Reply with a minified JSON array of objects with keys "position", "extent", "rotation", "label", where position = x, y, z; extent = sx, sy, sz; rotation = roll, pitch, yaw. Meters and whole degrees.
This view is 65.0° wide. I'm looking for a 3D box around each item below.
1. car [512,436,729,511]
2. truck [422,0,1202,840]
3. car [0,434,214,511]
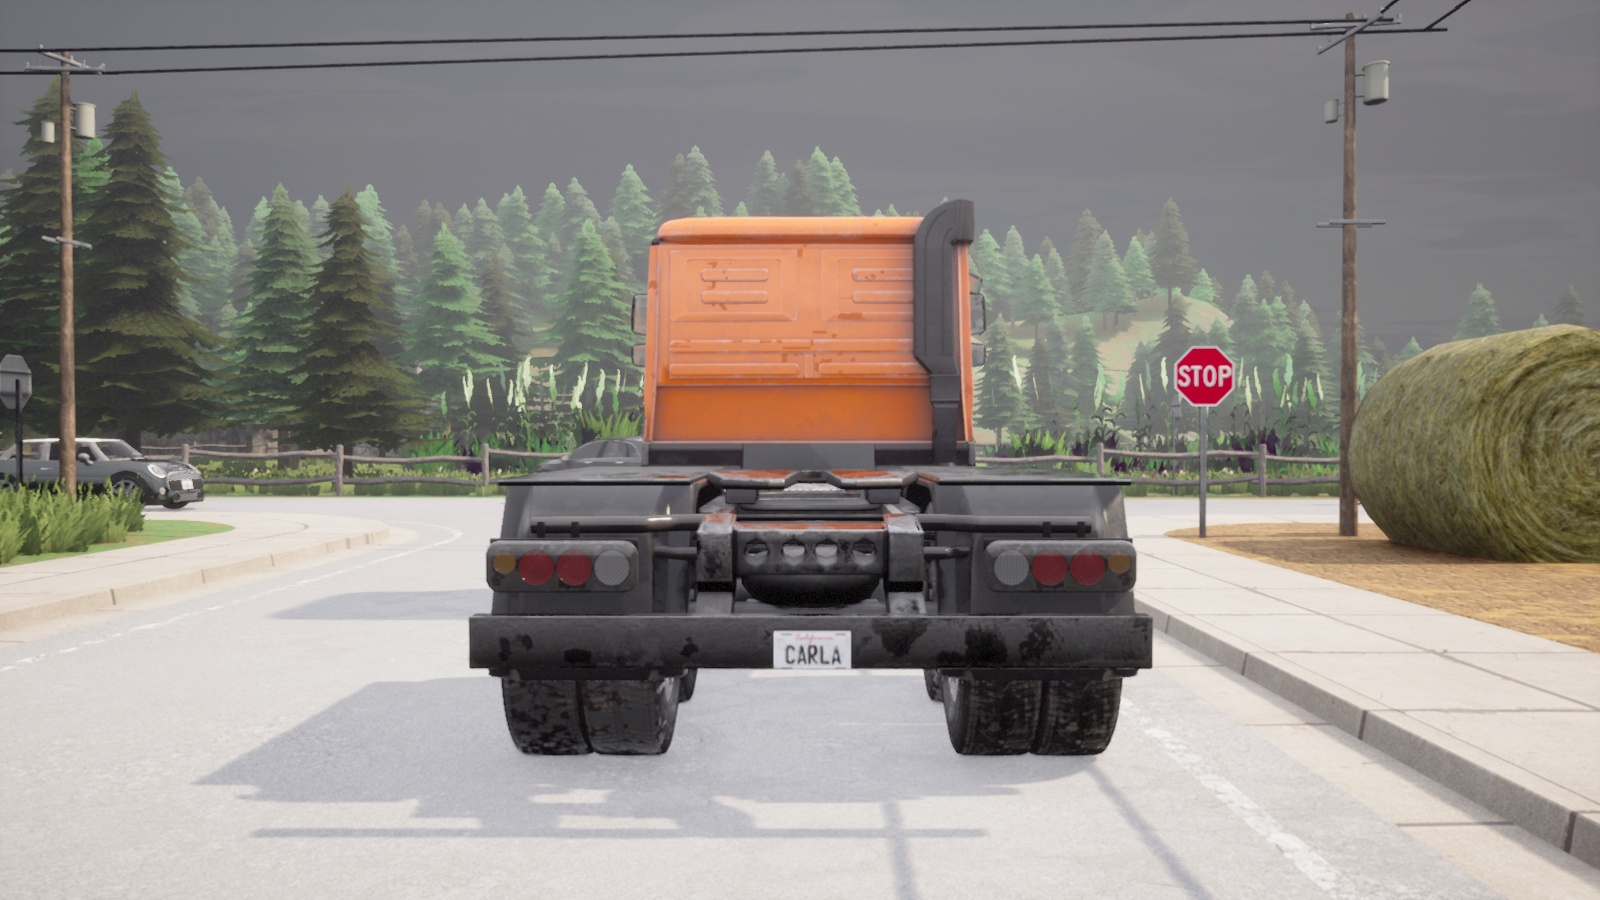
[{"position":[-3.970,0.459,27.272],"extent":[4.892,1.490,1.837],"rotation":[1,0,40],"label":"car"},{"position":[0.064,-0.319,8.635],"extent":[2.891,3.462,7.936],"rotation":[0,1,0],"label":"truck"},{"position":[-14.211,0.422,25.389],"extent":[3.806,1.475,1.970],"rotation":[0,1,3],"label":"car"}]
